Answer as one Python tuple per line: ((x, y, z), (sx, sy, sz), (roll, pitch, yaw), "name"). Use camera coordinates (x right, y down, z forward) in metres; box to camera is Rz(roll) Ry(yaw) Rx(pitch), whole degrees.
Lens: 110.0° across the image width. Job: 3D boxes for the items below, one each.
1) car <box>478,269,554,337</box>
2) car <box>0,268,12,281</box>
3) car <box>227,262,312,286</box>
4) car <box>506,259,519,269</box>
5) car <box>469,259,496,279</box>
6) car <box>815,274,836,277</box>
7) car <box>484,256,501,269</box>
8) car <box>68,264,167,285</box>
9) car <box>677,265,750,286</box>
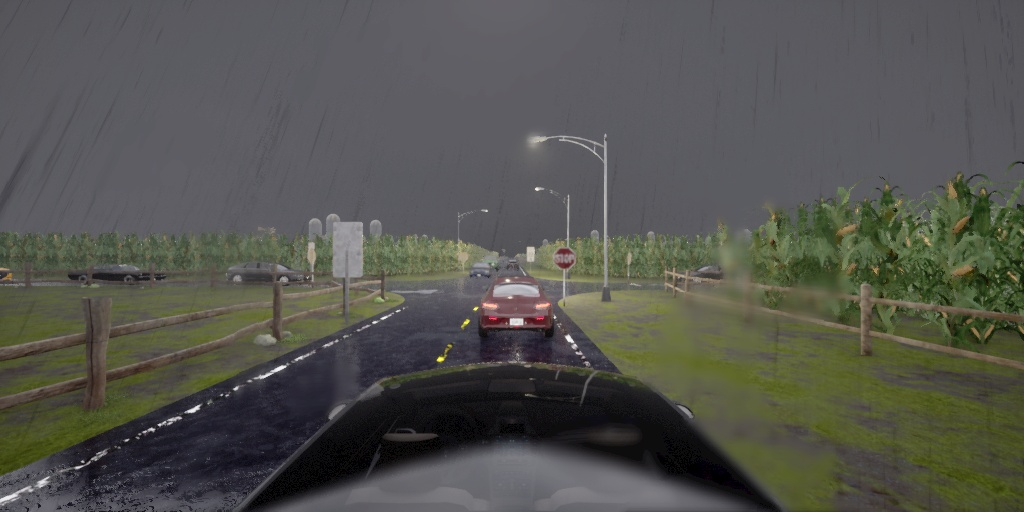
((0.101, 1.276, 10.154), (1.812, 1.442, 4.674), (0, 0, 0), "car")
((-36.040, 1.021, 23.473), (5.008, 1.535, 1.882), (0, -1, 1), "car")
((-15.656, 1.155, 23.252), (4.892, 1.490, 1.837), (0, -1, 1), "car")
((0.121, 1.234, 56.673), (1.837, 1.490, 4.892), (0, 0, 0), "car")
((-2.838, 1.291, 33.412), (2.033, 1.411, 5.357), (0, 0, 0), "car")
((25.024, 1.162, 25.785), (5.566, 2.045, 2.150), (1, -1, 1), "car")
((-2.822, 0.957, 47.562), (2.150, 2.045, 5.566), (0, 0, 0), "car")
((-25.533, 1.197, 23.353), (4.718, 1.301, 1.895), (0, -1, 0), "car")
((14.462, 1.371, 25.892), (4.892, 1.490, 1.837), (0, -1, 1), "car")
